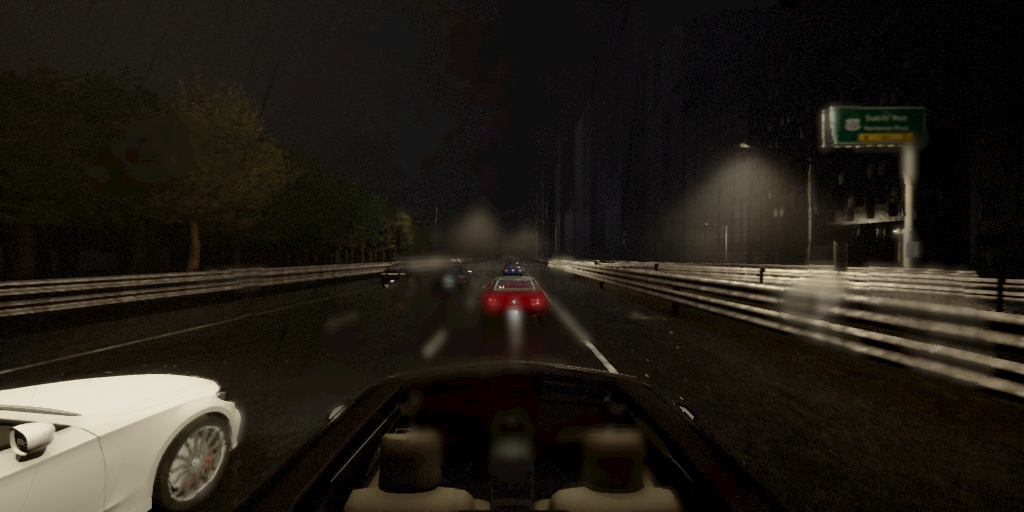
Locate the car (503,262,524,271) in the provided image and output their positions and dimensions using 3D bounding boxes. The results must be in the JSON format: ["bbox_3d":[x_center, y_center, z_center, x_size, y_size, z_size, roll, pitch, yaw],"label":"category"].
[{"bbox_3d":[0.104,1.313,33.793,2.033,1.411,5.357,0,0,0],"label":"car"}]

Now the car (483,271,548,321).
[{"bbox_3d":[0.100,1.352,12.422,1.895,1.301,4.718,0,0,0],"label":"car"}]

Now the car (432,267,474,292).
[{"bbox_3d":[-3.397,1.319,21.367,1.994,1.385,4.181,0,0,0],"label":"car"}]

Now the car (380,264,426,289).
[{"bbox_3d":[-6.896,1.248,23.075,2.128,1.511,4.902,0,0,0],"label":"car"}]

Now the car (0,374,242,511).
[{"bbox_3d":[-3.401,1.276,1.327,1.812,1.442,4.674,0,0,0],"label":"car"}]

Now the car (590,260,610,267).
[{"bbox_3d":[12.030,1.326,51.165,1.882,1.535,5.008,0,0,-15],"label":"car"}]
